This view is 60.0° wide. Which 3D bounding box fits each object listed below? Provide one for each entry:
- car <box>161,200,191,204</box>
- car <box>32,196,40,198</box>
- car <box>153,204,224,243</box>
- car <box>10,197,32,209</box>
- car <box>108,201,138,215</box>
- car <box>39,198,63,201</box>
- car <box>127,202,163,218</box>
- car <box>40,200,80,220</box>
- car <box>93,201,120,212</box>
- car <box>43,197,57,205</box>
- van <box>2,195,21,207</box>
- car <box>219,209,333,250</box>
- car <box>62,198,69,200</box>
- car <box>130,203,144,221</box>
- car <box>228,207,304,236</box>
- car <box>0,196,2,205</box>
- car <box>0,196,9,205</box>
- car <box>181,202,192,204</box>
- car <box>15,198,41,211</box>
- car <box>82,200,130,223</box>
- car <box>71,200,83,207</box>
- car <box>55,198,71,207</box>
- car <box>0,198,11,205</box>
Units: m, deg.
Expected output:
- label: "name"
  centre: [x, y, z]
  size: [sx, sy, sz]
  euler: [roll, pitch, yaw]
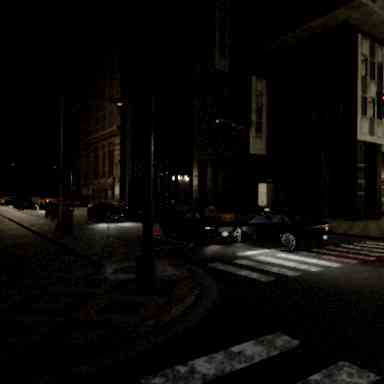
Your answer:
- label: "car"
  centre: [-1.764, 1.587, 30.217]
  size: [2.192, 1.841, 5.009]
  euler: [1, -1, -35]
- label: "car"
  centre: [-37.119, 2.052, 80.891]
  size: [1.752, 1.417, 4.829]
  euler: [1, -1, -35]
- label: "car"
  centre: [0.109, 1.618, 17.246]
  size: [2.128, 1.511, 4.902]
  euler: [2, 0, -35]
- label: "car"
  centre: [-24.773, 1.850, 48.295]
  size: [1.802, 1.307, 4.206]
  euler: [1, -1, -35]
- label: "car"
  centre: [-8.273, 1.842, 39.544]
  size: [1.752, 1.417, 4.829]
  euler: [1, -1, -35]
- label: "car"
  centre: [-19.519, 1.848, 45.579]
  size: [1.994, 1.385, 4.181]
  euler: [1, -1, -35]
- label: "car"
  centre: [-4.970, 1.838, 34.810]
  size: [1.887, 1.381, 4.507]
  euler: [1, -1, -35]
- label: "car"
  centre: [-11.952, 1.722, 29.918]
  size: [1.887, 1.381, 4.507]
  euler: [1, -1, -35]
- label: "car"
  centre: [-11.381, 1.889, 43.998]
  size: [2.008, 1.369, 4.403]
  euler: [1, -1, -35]
- label: "car"
  centre: [-30.610, 1.918, 71.563]
  size: [1.967, 1.590, 4.097]
  euler: [1, -1, -35]
- label: "van"
  centre: [-31.182, 1.655, 57.487]
  size: [1.690, 1.788, 3.998]
  euler: [1, -1, -35]
- label: "car"
  centre: [3.739, 1.639, 14.808]
  size: [2.128, 1.511, 4.902]
  euler: [-1, -2, -35]
- label: "car"
  centre: [-20.996, 1.989, 57.780]
  size: [1.802, 1.307, 4.206]
  euler: [1, -1, -35]
- label: "car"
  centre: [-4.918, 1.811, 29.975]
  size: [1.994, 1.385, 4.181]
  euler: [1, -1, -35]
- label: "car"
  centre: [4.548, 1.754, 21.167]
  size: [1.752, 1.417, 4.829]
  euler: [1, -1, -35]
- label: "car"
  centre: [-34.291, 1.862, 61.940]
  size: [1.752, 1.417, 4.829]
  euler: [1, -1, -35]
- label: "car"
  centre: [-40.798, 1.700, 71.270]
  size: [2.192, 1.841, 5.009]
  euler: [1, -1, -35]
- label: "car"
  centre: [1.343, 1.776, 25.761]
  size: [1.752, 1.417, 4.829]
  euler: [1, -1, -35]
- label: "car"
  centre: [-21.568, 1.827, 43.701]
  size: [1.802, 1.307, 4.206]
  euler: [1, -1, -35]
- label: "car"
  centre: [-7.330, 1.696, 27.954]
  size: [1.837, 1.490, 4.892]
  euler: [1, 1, -35]
- label: "car"
  centre: [-17.791, 1.949, 53.186]
  size: [1.947, 1.339, 4.313]
  euler: [1, -1, -35]
- label: "car"
  centre: [-24.200, 1.870, 62.375]
  size: [1.967, 1.590, 4.097]
  euler: [1, -1, -35]
- label: "car"
  centre: [-37.594, 1.943, 66.673]
  size: [1.802, 1.307, 4.206]
  euler: [1, -1, -35]
